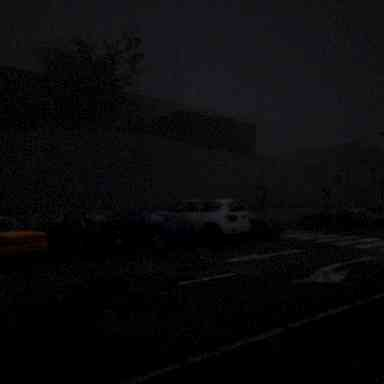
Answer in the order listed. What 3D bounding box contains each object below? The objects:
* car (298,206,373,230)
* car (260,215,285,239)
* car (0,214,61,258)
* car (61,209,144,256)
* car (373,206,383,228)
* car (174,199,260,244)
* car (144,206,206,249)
[{"bbox_3d":[9.969,1.828,23.727,4.674,1.452,2.002,-1,-1,35],"label":"car"},{"bbox_3d":[2.679,1.654,18.554,4.892,1.521,2.231,-1,-2,34],"label":"car"},{"bbox_3d":[-7.190,1.502,11.729,5.366,1.575,1.946,-1,-1,35],"label":"car"},{"bbox_3d":[-4.603,1.539,13.349,4.892,1.521,2.231,-1,-1,35],"label":"car"},{"bbox_3d":[12.551,1.833,25.358,5.366,1.575,1.946,0,-2,35],"label":"car"},{"bbox_3d":[0.226,1.360,16.831,5.566,2.045,2.435,-1,-1,35],"label":"car"},{"bbox_3d":[-2.178,1.574,15.091,5.008,1.535,2.097,-1,-2,35],"label":"car"}]
